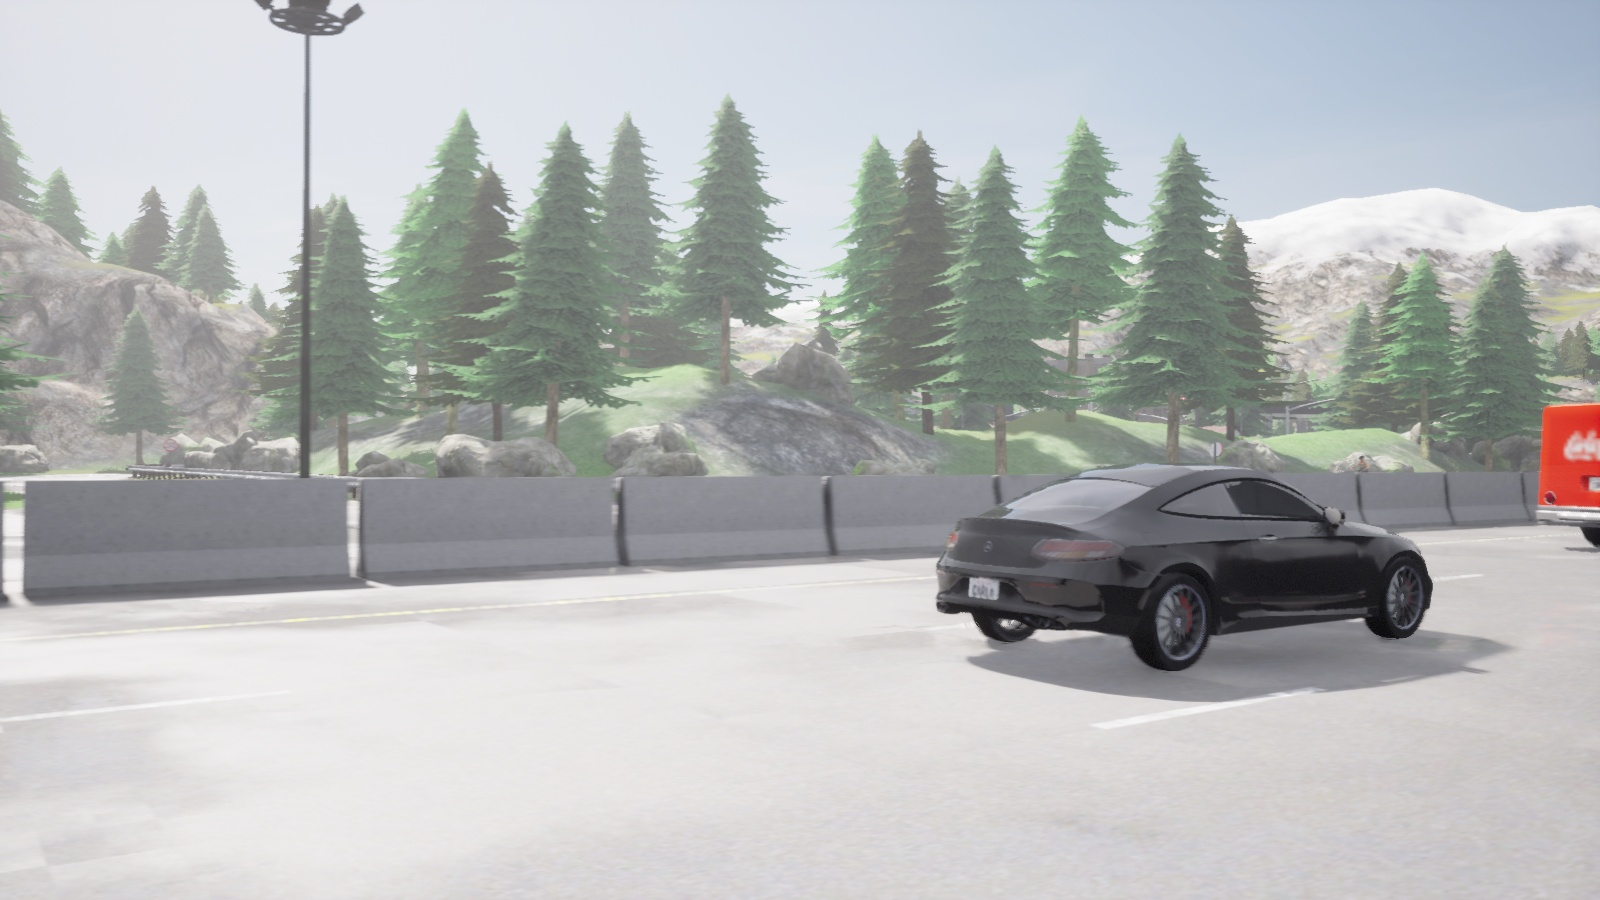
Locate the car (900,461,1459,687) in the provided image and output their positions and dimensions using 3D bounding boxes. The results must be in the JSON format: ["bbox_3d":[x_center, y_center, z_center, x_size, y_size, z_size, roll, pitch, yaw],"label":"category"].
[{"bbox_3d":[3.202,0.819,10.151,4.674,1.442,1.812,0,0,-35],"label":"car"}]

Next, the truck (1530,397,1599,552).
[{"bbox_3d":[15.243,0.371,20.688,5.204,2.467,2.627,0,0,-15],"label":"truck"}]
